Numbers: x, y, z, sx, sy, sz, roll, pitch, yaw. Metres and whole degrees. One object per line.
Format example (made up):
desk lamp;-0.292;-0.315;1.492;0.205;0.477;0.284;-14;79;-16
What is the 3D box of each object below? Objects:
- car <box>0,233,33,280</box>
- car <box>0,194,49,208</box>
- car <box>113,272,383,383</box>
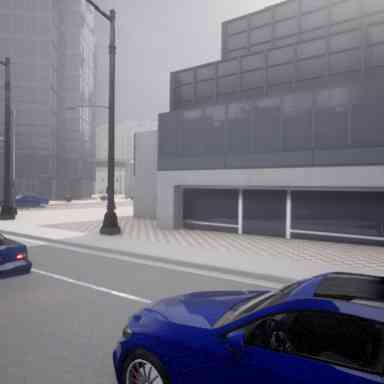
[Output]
car;-6.221;1.439;8.507;5.357;1.411;2.033;1;1;36
car;-17.454;0.921;34.551;1.882;1.535;5.008;1;1;36
car;1.322;1.517;3.045;4.674;1.442;1.812;0;0;36
